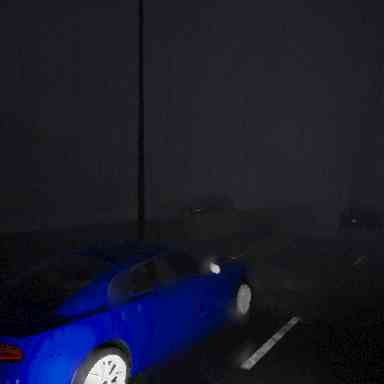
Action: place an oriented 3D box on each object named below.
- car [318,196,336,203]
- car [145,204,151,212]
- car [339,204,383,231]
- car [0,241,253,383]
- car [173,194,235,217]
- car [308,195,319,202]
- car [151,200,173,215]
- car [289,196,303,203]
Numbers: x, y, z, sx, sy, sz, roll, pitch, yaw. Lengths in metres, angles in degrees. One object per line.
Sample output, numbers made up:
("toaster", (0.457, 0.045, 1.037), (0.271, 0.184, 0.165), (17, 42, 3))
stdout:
("car", (24.319, 1.521, 59.234), (1.837, 1.490, 4.892), (1, 3, 31))
("car", (-3.394, 1.558, 37.517), (1.994, 1.385, 4.181), (0, 0, 36))
("car", (10.561, 1.474, 20.655), (1.882, 1.535, 5.008), (0, 0, 36))
("car", (-0.791, 1.477, 4.990), (1.882, 1.535, 5.008), (0, 0, 35))
("car", (1.296, 1.219, 26.101), (2.150, 2.045, 5.566), (0, 0, 36))
("car", (25.058, 1.344, 67.721), (1.994, 1.385, 4.181), (0, 0, 30))
("car", (-1.593, 1.596, 34.034), (1.895, 1.301, 4.718), (0, 0, 36))
("car", (21.374, 1.425, 68.287), (1.994, 1.385, 4.181), (0, 0, 30))
